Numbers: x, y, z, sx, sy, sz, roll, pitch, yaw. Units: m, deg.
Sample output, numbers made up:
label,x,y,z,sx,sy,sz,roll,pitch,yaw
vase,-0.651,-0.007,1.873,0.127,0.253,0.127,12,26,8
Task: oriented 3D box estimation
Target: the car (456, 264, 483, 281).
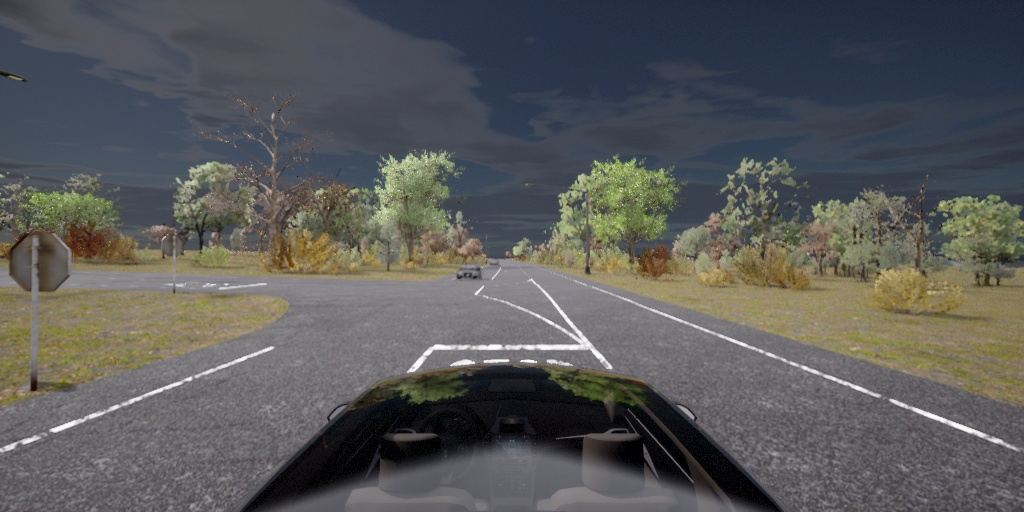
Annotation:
label,x,y,z,sx,sy,sz,roll,pitch,yaw
car,-3.529,1.386,30.661,1.994,1.385,4.181,0,-1,0
